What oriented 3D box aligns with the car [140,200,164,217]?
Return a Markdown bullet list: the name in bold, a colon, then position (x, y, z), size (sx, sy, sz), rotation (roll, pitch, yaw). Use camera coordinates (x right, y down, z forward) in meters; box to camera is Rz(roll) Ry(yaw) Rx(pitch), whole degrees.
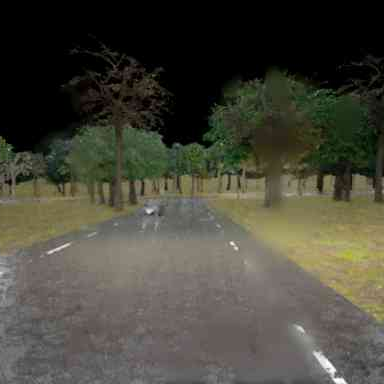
- **car**: position (-3.599, 1.470, 30.507), size (2.128, 1.511, 4.902), rotation (0, 0, 0)
